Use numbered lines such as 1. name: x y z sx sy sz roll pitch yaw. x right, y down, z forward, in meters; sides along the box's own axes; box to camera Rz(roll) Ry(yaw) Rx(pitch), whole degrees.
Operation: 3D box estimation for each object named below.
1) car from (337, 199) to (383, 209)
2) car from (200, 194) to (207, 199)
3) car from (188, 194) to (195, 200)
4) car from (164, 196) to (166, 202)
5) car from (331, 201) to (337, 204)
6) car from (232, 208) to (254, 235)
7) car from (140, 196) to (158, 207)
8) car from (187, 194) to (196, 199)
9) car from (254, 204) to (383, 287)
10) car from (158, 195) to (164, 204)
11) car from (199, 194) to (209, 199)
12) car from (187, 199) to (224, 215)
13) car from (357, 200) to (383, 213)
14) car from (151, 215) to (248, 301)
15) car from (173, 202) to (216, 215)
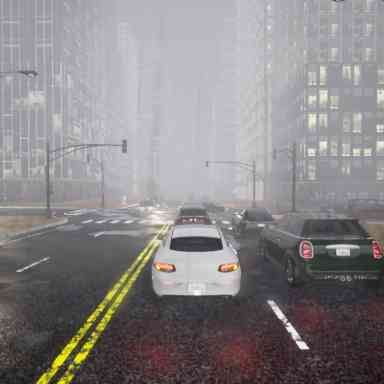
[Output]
1. car: 16.127 1.519 29.599 5.009 1.841 2.192 1 0 1
2. car: 3.022 1.266 90.773 1.812 1.442 4.674 0 0 0
3. car: -0.228 1.220 90.766 1.882 1.535 5.008 0 0 0
4. car: -6.681 1.416 71.475 1.882 1.535 5.008 0 0 0
5. car: 15.999 1.612 35.386 4.892 1.490 1.837 0 1 1
6. car: 3.304 1.555 17.846 1.994 1.385 4.181 0 0 0
7. car: -6.718 1.528 50.776 1.994 1.385 4.181 0 0 0
8. car: -0.201 1.418 80.348 1.837 1.490 4.892 0 0 0
9. car: 3.327 1.348 9.460 2.097 1.767 4.553 0 0 0
10. car: -6.722 1.429 61.100 1.882 1.535 5.008 0 0 1
11. car: 3.049 1.396 80.356 1.882 1.535 5.008 0 0 0
12. car: 0.773 1.631 32.189 4.718 1.301 1.895 0 1 -36
13. car: 21.715 1.642 37.900 4.829 1.417 1.752 1 0 1
14. car: 0.081 1.522 8.184 1.812 1.442 4.674 0 0 0
15. car: 0.056 1.495 17.432 1.837 1.490 4.892 0 0 0
